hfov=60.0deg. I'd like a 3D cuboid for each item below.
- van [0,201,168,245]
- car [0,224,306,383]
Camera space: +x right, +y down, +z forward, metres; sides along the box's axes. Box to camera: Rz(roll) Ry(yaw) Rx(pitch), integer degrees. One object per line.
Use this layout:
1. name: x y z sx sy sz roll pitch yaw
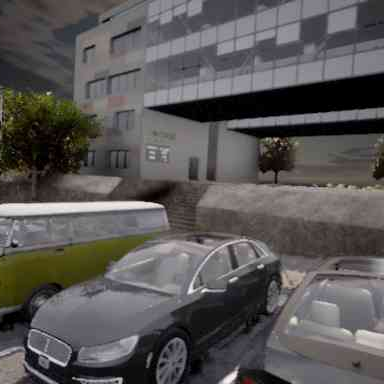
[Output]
1. van: -2.431 1.204 6.870 1.878 1.987 4.442 1 0 35
2. car: -0.087 1.455 5.350 2.231 1.521 4.892 1 0 35
